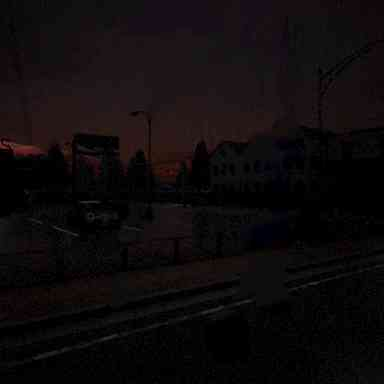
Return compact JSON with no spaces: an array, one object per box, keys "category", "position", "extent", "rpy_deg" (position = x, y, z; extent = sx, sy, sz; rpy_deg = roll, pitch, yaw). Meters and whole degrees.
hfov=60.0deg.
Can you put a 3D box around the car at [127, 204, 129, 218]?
[{"category":"car","position":[-6.480,1.313,25.732],"extent":[2.007,1.523,4.514],"rpy_deg":[0,0,-36]}]

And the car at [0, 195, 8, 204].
[{"category":"car","position":[-39.242,1.495,66.078],"extent":[4.611,1.667,2.242],"rpy_deg":[0,0,-36]}]

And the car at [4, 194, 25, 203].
[{"category":"car","position":[-39.017,1.328,73.206],"extent":[3.866,1.878,1.905],"rpy_deg":[0,0,-36]}]

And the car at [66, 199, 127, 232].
[{"category":"car","position":[-5.347,1.248,17.869],"extent":[1.970,1.475,3.806],"rpy_deg":[0,0,-36]}]

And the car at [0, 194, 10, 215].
[{"category":"car","position":[-17.955,1.113,29.821],"extent":[1.932,1.855,4.605],"rpy_deg":[0,0,-36]}]

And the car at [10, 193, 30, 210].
[{"category":"car","position":[-19.870,1.092,38.130],"extent":[1.905,1.878,3.866],"rpy_deg":[0,0,-36]}]

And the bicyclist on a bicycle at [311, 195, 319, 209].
[{"category":"bicyclist on a bicycle","position":[13.626,1.124,36.816],"extent":[1.656,1.620,0.582],"rpy_deg":[0,0,-35]}]

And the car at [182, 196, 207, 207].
[{"category":"car","position":[0.407,1.349,48.836],"extent":[1.812,1.442,4.674],"rpy_deg":[0,0,-36]}]
